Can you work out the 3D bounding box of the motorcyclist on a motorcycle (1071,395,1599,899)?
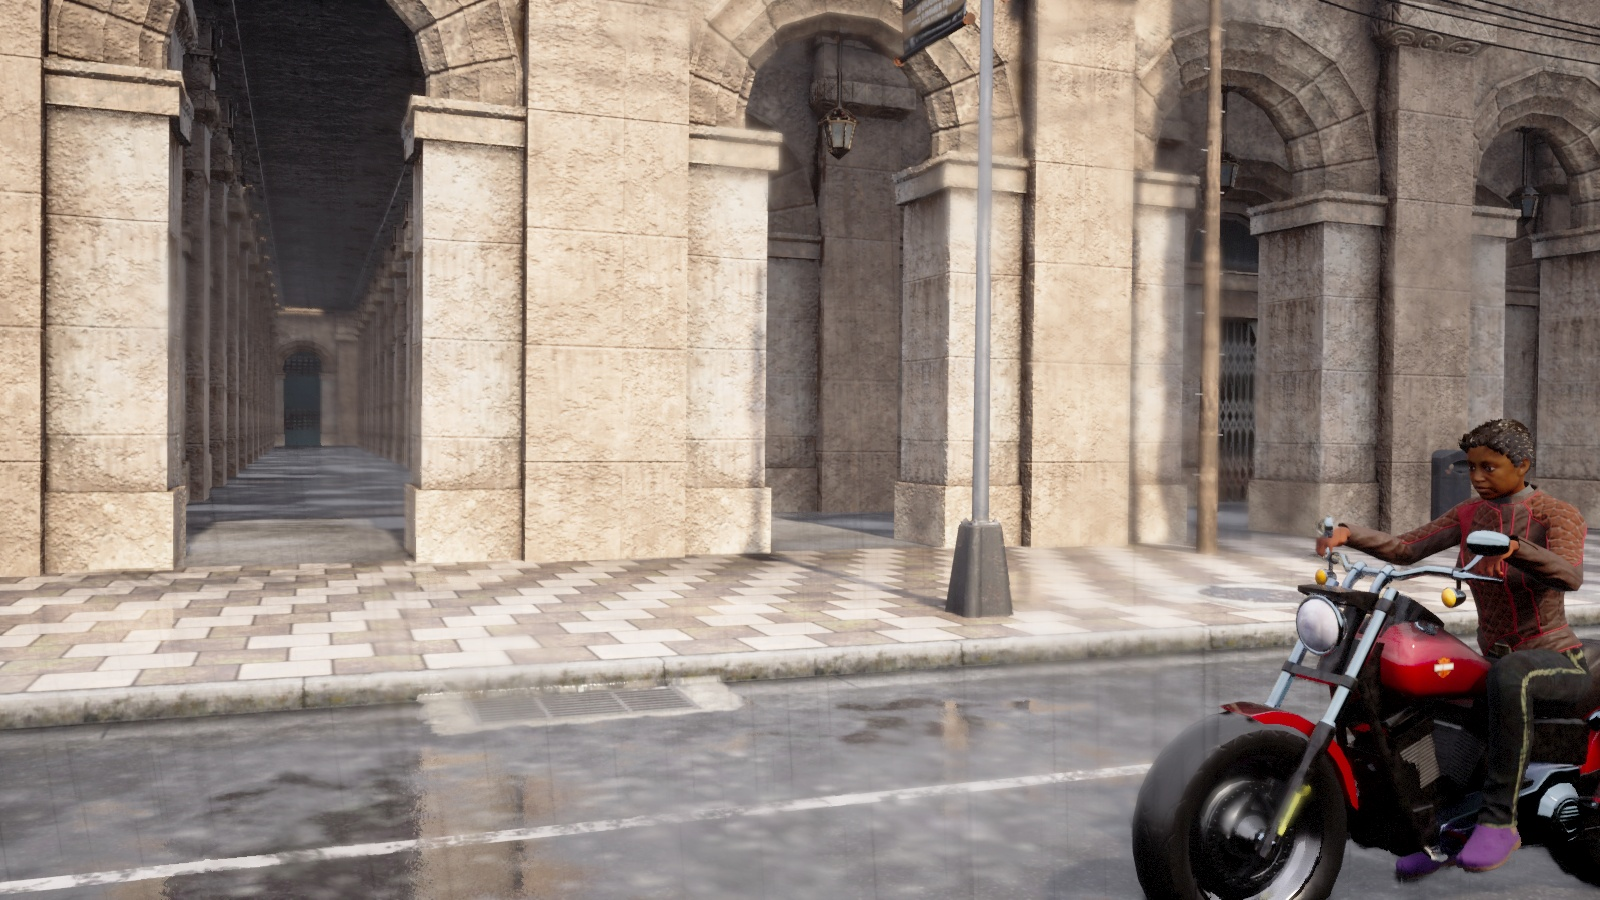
[{"bbox_3d":[2.107,0.660,4.062,2.350,1.649,0.766,-1,1,-21],"label":"motorcyclist on a motorcycle"}]
